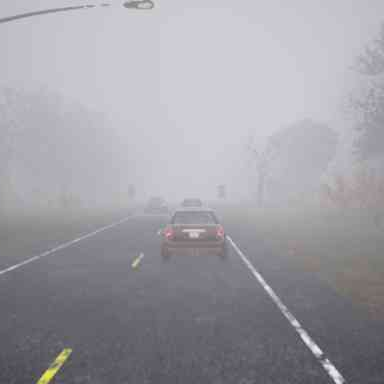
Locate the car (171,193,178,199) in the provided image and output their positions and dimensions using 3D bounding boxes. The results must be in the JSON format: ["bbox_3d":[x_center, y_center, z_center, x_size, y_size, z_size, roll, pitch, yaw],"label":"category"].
[{"bbox_3d":[-4.091,1.084,77.588,1.882,1.535,5.008,0,0,-1],"label":"car"}]

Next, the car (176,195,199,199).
[{"bbox_3d":[0.014,1.275,28.297,2.097,1.767,4.553,0,0,0],"label":"car"}]

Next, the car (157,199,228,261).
[{"bbox_3d":[0.075,1.318,12.238,2.097,1.767,4.553,0,0,0],"label":"car"}]

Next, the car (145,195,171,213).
[{"bbox_3d":[-3.715,1.257,35.114,2.097,1.767,4.553,0,0,0],"label":"car"}]
